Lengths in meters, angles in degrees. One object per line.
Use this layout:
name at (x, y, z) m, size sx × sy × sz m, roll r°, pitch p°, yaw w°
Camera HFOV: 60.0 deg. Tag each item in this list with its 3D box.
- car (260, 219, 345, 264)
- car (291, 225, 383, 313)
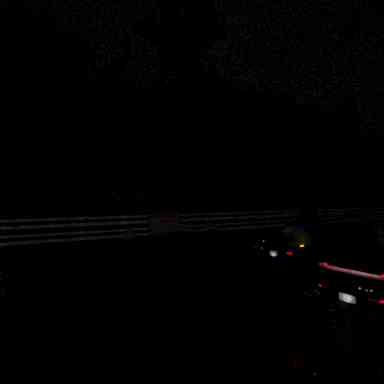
car at (4.257, 1.627, 10.941) m, size 4.674 × 1.442 × 1.812 m, roll 1°, pitch 0°, yaw -35°
car at (4.569, 1.572, 6.902) m, size 4.902 × 1.511 × 2.128 m, roll 1°, pitch 0°, yaw -35°
